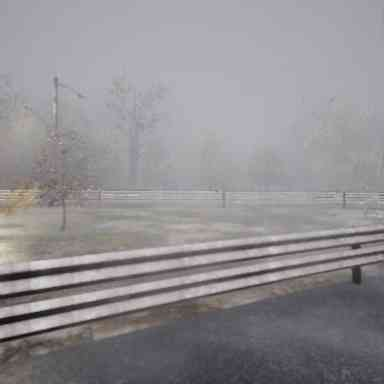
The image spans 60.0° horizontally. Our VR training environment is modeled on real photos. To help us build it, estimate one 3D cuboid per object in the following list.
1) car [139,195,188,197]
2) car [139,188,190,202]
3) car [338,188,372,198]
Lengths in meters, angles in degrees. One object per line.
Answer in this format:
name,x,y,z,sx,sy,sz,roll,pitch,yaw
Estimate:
car,-2.802,0.411,32.684,4.718,1.301,1.895,0,0,-2
car,-2.977,0.338,36.179,5.357,1.411,2.033,0,0,-2
car,16.811,0.332,33.539,4.553,1.767,2.097,0,0,-3
